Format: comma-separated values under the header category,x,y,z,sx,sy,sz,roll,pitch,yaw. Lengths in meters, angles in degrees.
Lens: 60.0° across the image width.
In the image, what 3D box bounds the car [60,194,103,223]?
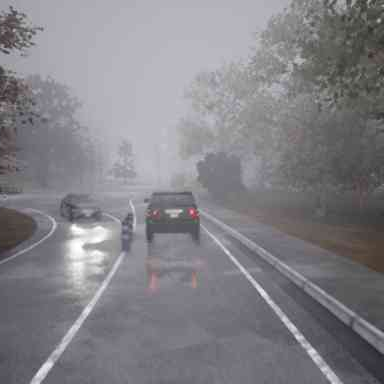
category,x,y,z,sx,sy,sz,roll,pitch,yaw
car,-6.966,0.898,20.673,2.128,1.511,4.902,-2,4,-29

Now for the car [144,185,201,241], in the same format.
category,x,y,z,sx,sy,sz,roll,pitch,yaw
car,-0.974,0.880,15.057,2.150,2.045,5.566,-1,2,-6

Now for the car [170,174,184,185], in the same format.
category,x,y,z,sx,sy,sz,roll,pitch,yaw
car,-1.063,-1.755,50.567,2.150,2.045,5.566,2,5,33

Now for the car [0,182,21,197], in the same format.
category,x,y,z,sx,sy,sz,roll,pitch,yaw
car,-21.326,-0.320,36.613,4.892,1.490,1.837,1,6,8

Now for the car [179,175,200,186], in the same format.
category,x,y,z,sx,sy,sz,roll,pitch,yaw
car,0.694,-1.231,47.372,1.882,1.535,5.008,3,5,30

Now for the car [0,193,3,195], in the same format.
category,x,y,z,sx,sy,sz,roll,pitch,yaw
car,-21.627,-0.012,32.857,4.892,1.490,1.837,2,5,19
